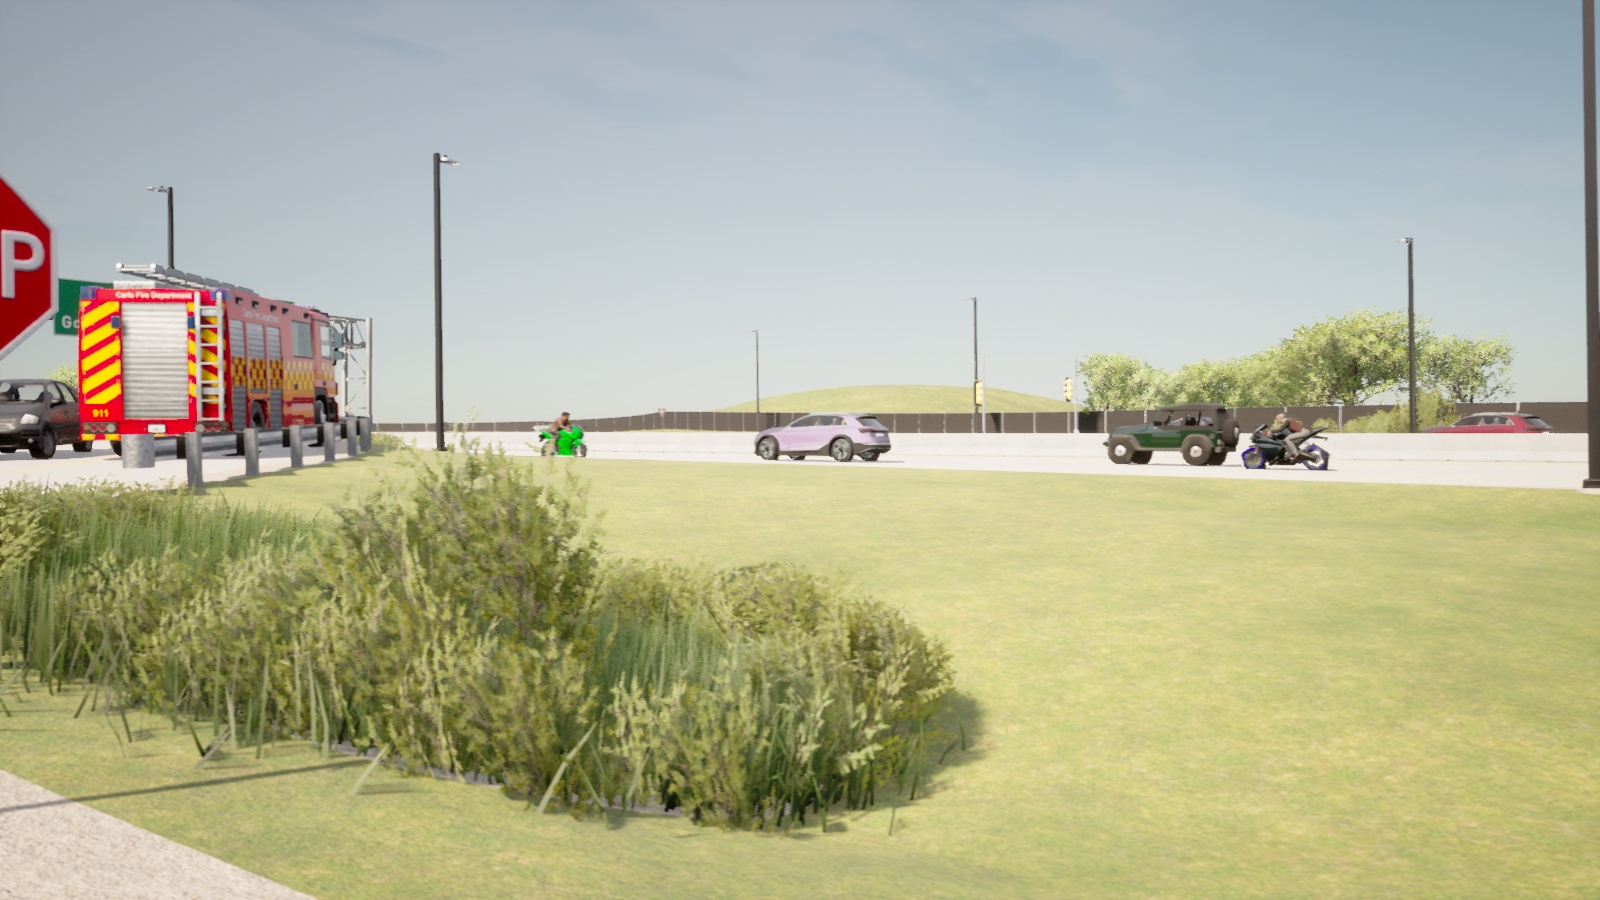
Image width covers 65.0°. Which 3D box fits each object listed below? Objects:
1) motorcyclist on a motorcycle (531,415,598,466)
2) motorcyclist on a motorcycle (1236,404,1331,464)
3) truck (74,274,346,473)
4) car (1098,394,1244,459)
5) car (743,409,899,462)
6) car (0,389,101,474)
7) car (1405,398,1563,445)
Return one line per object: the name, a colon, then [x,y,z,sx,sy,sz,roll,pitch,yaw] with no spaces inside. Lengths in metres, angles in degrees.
motorcyclist on a motorcycle: [-7.208,-0.284,38.436,2.044,1.523,0.797,0,1,35]
motorcyclist on a motorcycle: [12.742,-0.408,33.137,2.191,1.530,0.866,0,1,35]
truck: [-12.993,-1.660,28.667,2.891,3.827,8.468,-1,2,-6]
car: [11.322,-0.682,38.373,3.866,1.878,1.905,0,1,35]
car: [0.659,-0.453,41.500,4.856,1.649,2.033,0,1,35]
car: [-16.060,-0.420,25.934,1.851,1.617,3.988,-2,3,-15]
car: [25.643,-1.055,47.241,2.033,1.649,4.856,-2,2,-32]
